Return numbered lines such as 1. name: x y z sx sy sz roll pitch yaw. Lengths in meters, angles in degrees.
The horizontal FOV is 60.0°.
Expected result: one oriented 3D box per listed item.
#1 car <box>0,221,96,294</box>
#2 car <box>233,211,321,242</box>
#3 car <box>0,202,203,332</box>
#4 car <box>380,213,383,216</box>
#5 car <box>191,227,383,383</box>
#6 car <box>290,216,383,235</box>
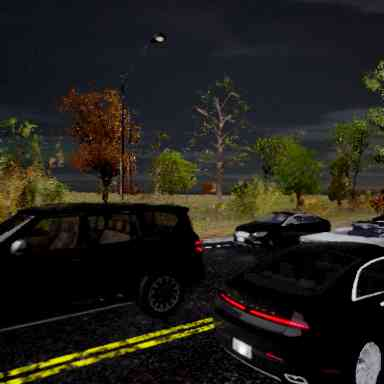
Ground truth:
1. car: -4.774 1.558 8.199 4.181 1.385 1.994 1 0 -35
2. car: 3.940 1.585 14.177 4.902 1.511 2.128 1 0 -33
3. car: -2.338 1.227 5.950 5.566 2.045 2.150 1 0 -35
4. car: 12.651 1.684 19.781 4.902 1.511 2.128 1 0 -32
5. car: 2.560 1.548 5.169 4.892 1.490 1.837 1 0 -35
6. car: 5.844 1.699 11.543 4.718 1.301 1.895 1 0 -33
